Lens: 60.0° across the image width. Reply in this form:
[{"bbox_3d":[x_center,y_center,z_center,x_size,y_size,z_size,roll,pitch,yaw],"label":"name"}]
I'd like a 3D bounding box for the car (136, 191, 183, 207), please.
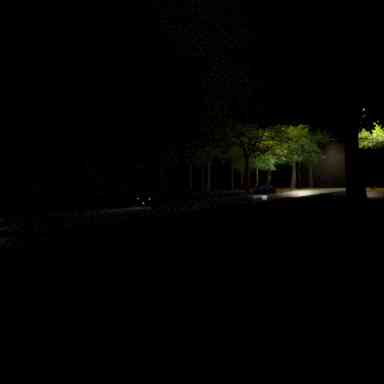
[{"bbox_3d":[-2.948,0.605,30.927,1.895,1.301,4.718,-1,2,38],"label":"car"}]

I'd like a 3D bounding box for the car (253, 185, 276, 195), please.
[{"bbox_3d":[10.677,-0.319,48.586,1.812,1.442,4.674,-1,2,38],"label":"car"}]
